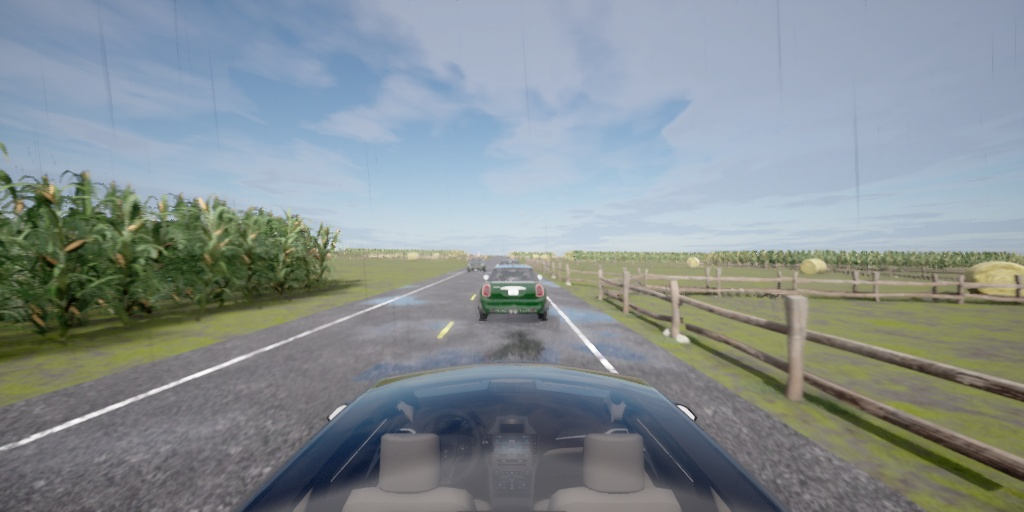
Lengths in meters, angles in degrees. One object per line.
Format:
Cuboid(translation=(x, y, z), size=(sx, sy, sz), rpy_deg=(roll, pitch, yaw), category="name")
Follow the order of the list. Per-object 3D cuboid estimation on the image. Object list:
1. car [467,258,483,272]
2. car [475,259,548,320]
Cuboid(translation=(-4.143, 1.006, 42.625), size=(2.097, 1.767, 4.553), rpy_deg=(0, 0, -1), category="car")
Cuboid(translation=(0.029, 1.082, 12.648), size=(2.097, 1.767, 4.553), rpy_deg=(0, 0, 0), category="car")
